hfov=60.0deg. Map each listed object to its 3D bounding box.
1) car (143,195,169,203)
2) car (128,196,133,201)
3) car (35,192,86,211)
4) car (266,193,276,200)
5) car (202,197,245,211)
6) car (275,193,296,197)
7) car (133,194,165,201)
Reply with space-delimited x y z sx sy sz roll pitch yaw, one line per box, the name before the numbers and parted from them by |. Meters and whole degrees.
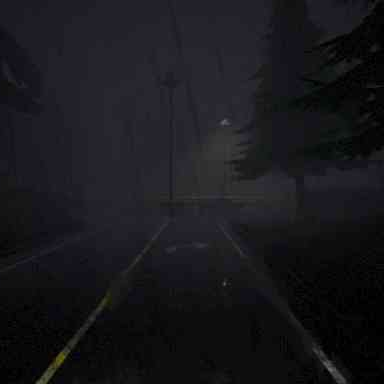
car | -6.155 1.173 57.440 4.181 1.385 1.994 0 0 -1
car | -9.808 1.074 60.874 4.902 1.511 2.128 0 0 -1
car | -14.443 0.980 36.067 5.566 2.045 2.150 0 0 -1
car | 15.698 0.934 61.178 4.553 1.767 2.097 0 0 -1
car | 3.423 1.285 36.372 4.674 1.442 1.812 0 0 -1
car | 17.566 1.109 57.739 4.892 1.490 1.837 -1 1 -1
car | -6.567 1.111 54.055 5.008 1.535 1.882 0 0 -1
